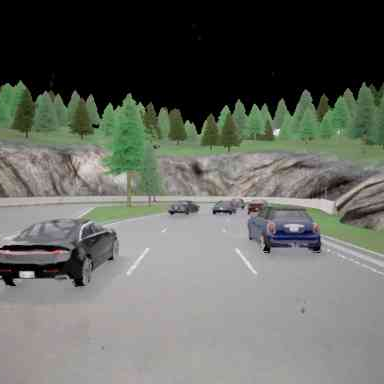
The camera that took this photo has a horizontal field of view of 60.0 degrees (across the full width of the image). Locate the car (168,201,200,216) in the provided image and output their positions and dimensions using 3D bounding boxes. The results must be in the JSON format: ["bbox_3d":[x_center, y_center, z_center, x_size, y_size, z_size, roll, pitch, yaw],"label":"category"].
[{"bbox_3d":[-0.726,1.547,32.937,2.033,1.411,5.357,0,0,16],"label":"car"}]

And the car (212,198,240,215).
[{"bbox_3d":[3.410,1.564,34.334,1.994,1.385,4.181,0,0,15],"label":"car"}]

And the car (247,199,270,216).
[{"bbox_3d":[6.847,1.477,33.751,1.882,1.535,5.008,0,0,16],"label":"car"}]

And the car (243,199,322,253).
[{"bbox_3d":[3.652,1.352,13.920,2.097,1.767,4.553,0,0,1],"label":"car"}]

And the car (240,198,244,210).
[{"bbox_3d":[5.995,1.547,44.090,2.033,1.411,5.357,0,0,12],"label":"car"}]

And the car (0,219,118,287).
[{"bbox_3d":[-3.396,1.491,9.289,2.128,1.511,4.902,0,0,0],"label":"car"}]
